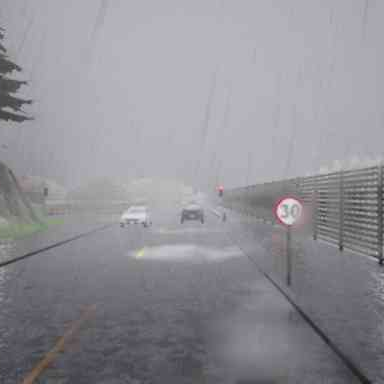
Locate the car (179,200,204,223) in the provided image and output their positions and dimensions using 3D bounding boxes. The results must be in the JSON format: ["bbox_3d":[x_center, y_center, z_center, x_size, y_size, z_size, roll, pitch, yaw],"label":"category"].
[{"bbox_3d":[0.047,1.797,29.228,1.882,1.535,5.008,0,0,0],"label":"car"}]

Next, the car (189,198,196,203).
[{"bbox_3d":[0.068,2.375,95.495,1.837,1.490,4.892,0,-1,0],"label":"car"}]

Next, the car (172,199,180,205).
[{"bbox_3d":[-3.937,2.440,82.387,2.033,1.411,5.357,0,-1,0],"label":"car"}]

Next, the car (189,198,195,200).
[{"bbox_3d":[0.064,2.406,83.407,2.033,1.411,5.357,0,-1,0],"label":"car"}]

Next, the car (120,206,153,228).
[{"bbox_3d":[-4.006,1.794,24.493,1.812,1.442,4.674,0,-1,1],"label":"car"}]
